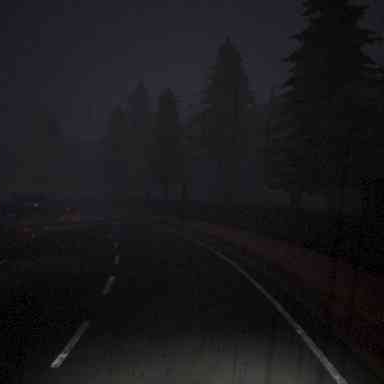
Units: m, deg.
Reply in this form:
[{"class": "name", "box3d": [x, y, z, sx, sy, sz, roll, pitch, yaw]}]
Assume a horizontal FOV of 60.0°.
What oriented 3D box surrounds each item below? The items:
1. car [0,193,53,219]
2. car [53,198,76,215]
[{"class": "car", "box3d": [-14.189, 1.082, 28.070, 5.566, 2.045, 2.150, 0, 0, 44]}, {"class": "car", "box3d": [-12.821, 1.336, 31.342, 4.902, 1.511, 2.128, 0, 0, 42]}]
